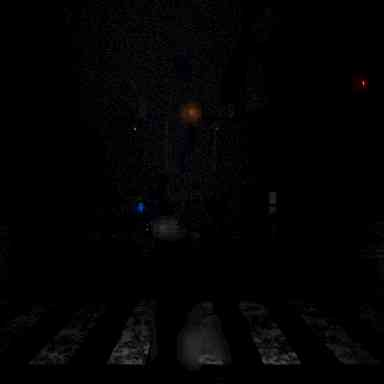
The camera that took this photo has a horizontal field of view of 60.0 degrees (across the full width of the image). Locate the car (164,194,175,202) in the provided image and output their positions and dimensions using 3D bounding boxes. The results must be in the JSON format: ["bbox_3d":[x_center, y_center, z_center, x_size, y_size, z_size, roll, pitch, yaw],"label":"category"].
[{"bbox_3d":[-5.357,1.302,78.640,2.192,1.841,5.009,0,0,0],"label":"car"}]

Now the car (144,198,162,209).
[{"bbox_3d":[-5.382,1.539,46.203,1.887,1.381,4.507,0,0,0],"label":"car"}]

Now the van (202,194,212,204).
[{"bbox_3d":[2.710,1.331,62.419,1.690,1.788,3.998,0,0,0],"label":"van"}]

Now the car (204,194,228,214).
[{"bbox_3d":[2.721,1.311,35.388,2.192,1.841,5.009,0,0,0],"label":"car"}]

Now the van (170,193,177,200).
[{"bbox_3d":[-5.344,1.325,94.859,1.690,1.788,3.998,0,0,0],"label":"van"}]

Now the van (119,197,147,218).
[{"bbox_3d":[-5.394,1.338,29.984,1.690,1.788,3.998,0,0,0],"label":"van"}]

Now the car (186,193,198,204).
[{"bbox_3d":[0.032,1.211,65.222,2.150,2.045,5.566,0,0,0],"label":"car"}]

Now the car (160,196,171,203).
[{"bbox_3d":[-5.365,1.540,67.828,2.008,1.369,4.403,0,0,0],"label":"car"}]

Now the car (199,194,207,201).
[{"bbox_3d":[2.701,1.426,84.043,1.967,1.590,4.097,0,0,0],"label":"car"}]

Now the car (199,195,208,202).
[{"bbox_3d":[2.703,1.512,78.808,1.752,1.417,4.829,0,0,0],"label":"car"}]

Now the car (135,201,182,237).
[{"bbox_3d":[-1.909,1.503,18.286,1.837,1.490,4.892,-1,0,-13],"label":"car"}]

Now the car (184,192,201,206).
[{"bbox_3d":[0.080,1.344,55.296,2.097,1.767,4.553,0,0,0],"label":"car"}]

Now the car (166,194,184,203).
[{"bbox_3d":[-2.774,1.470,53.915,1.882,1.535,5.008,0,0,1],"label":"car"}]

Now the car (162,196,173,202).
[{"bbox_3d":[-5.361,1.554,73.234,1.947,1.339,4.313,0,0,0],"label":"car"}]

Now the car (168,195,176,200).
[{"bbox_3d":[-5.348,1.567,89.453,1.802,1.307,4.206,0,0,0],"label":"car"}]

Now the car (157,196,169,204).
[{"bbox_3d":[-5.369,1.516,62.253,1.752,1.417,4.829,0,0,0],"label":"car"}]

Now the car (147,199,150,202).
[{"bbox_3d":[-5.386,1.561,40.797,1.947,1.339,4.313,0,0,0],"label":"car"}]

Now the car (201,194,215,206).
[{"bbox_3d":[2.712,1.307,57.013,2.192,1.841,5.009,0,0,0],"label":"car"}]

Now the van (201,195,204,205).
[{"bbox_3d":[2.714,1.334,51.606,1.690,1.788,3.998,0,0,0],"label":"van"}]

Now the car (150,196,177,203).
[{"bbox_3d":[-2.834,1.500,33.755,1.837,1.490,4.892,0,0,0],"label":"car"}]

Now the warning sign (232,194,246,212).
[{"bbox_3d":[4.959,1.111,34.930,1.300,1.860,1.060,0,0,0],"label":"warning sign"}]
